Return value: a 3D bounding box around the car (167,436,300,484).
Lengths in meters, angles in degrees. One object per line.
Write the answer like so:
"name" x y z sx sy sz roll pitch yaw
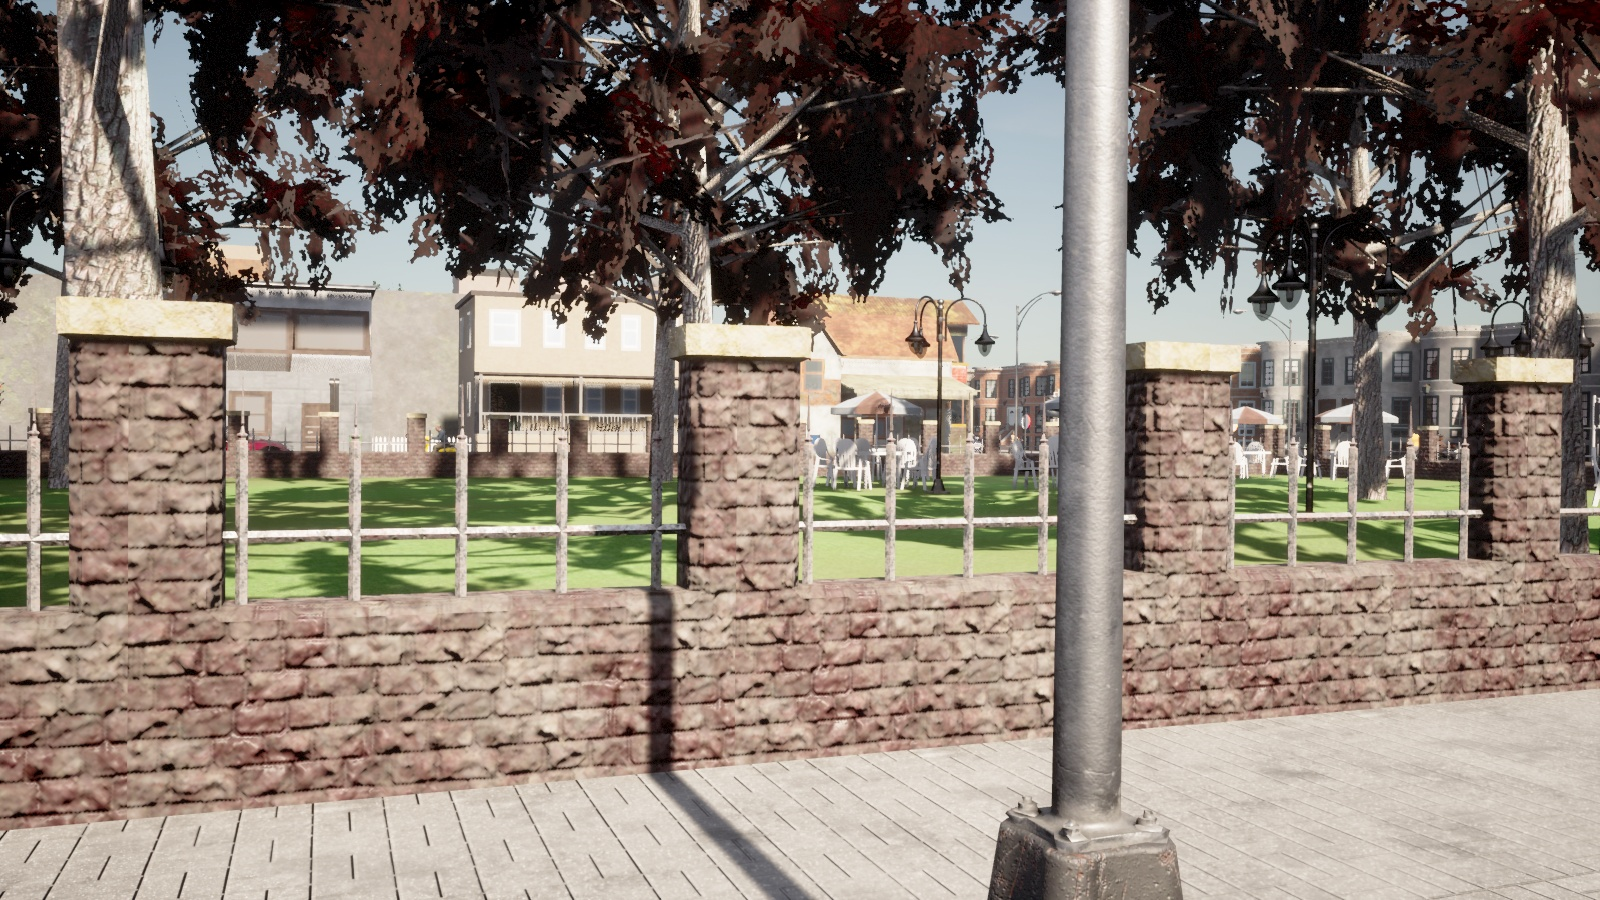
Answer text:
"car" -18.391 0.296 40.944 3.806 1.475 1.970 -1 1 -21
